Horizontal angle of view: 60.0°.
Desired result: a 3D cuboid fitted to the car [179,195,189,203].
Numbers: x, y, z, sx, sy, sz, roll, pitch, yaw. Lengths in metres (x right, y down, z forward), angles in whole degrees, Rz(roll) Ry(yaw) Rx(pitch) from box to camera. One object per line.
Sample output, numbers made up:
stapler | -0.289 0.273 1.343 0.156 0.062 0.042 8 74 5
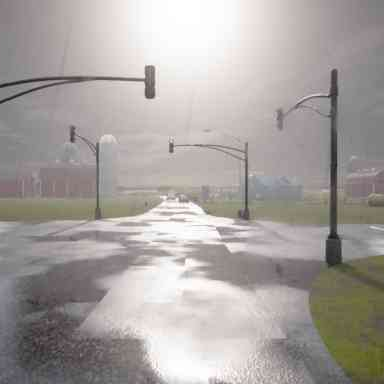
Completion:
car | -1.670 1.624 69.999 1.895 1.301 4.718 0 0 -3

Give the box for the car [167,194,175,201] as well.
car | -4.655 1.182 74.000 1.812 1.442 4.674 0 0 -3

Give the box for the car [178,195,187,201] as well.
car | -2.274 1.464 79.983 1.837 1.490 4.892 0 0 -4
